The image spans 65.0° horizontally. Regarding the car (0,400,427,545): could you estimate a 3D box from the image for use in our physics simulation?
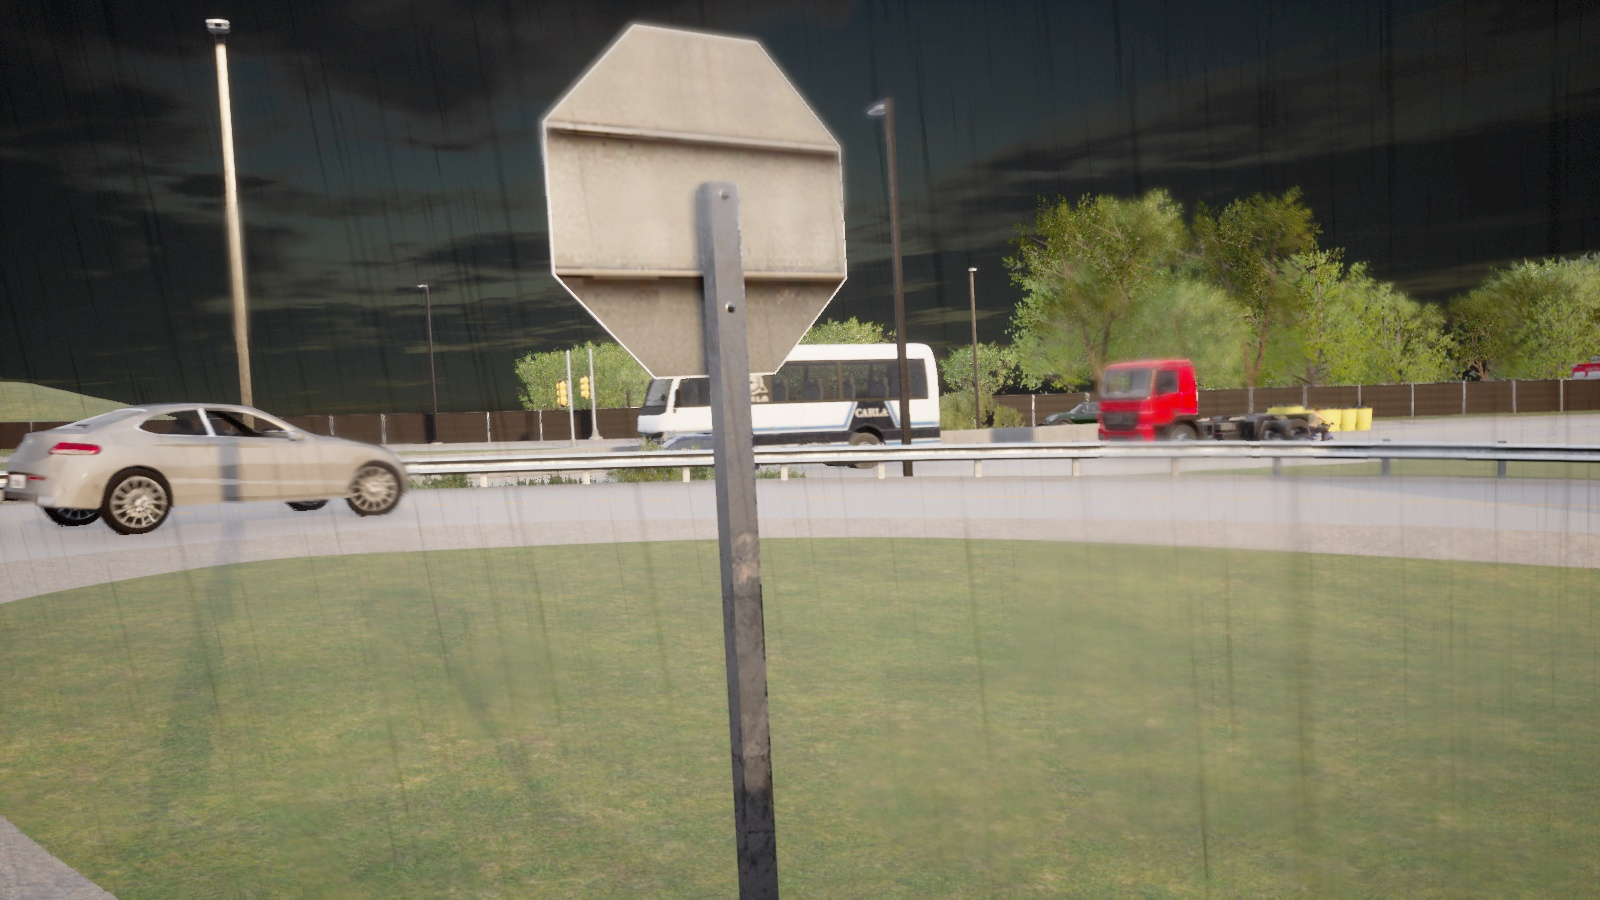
[{"bbox_3d":[-7.962,0.193,17.257,2.152,1.651,5.027,0,2,40],"label":"car"}]

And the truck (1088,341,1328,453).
[{"bbox_3d":[14.514,-1.901,44.584,7.936,3.462,2.891,-4,2,-22],"label":"truck"}]

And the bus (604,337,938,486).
[{"bbox_3d":[-0.961,-1.358,42.223,10.273,4.253,3.944,-4,2,-22],"label":"bus"}]

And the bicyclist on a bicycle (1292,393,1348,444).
[{"bbox_3d":[17.382,-1.053,41.978,1.509,1.612,0.866,-4,2,-21],"label":"bicyclist on a bicycle"}]

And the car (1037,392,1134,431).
[{"bbox_3d":[14.708,-2.014,64.872,4.553,1.767,2.097,-3,3,2],"label":"car"}]

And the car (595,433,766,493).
[{"bbox_3d":[-3.565,0.354,37.447,4.674,1.442,1.812,-4,2,-22],"label":"car"}]
